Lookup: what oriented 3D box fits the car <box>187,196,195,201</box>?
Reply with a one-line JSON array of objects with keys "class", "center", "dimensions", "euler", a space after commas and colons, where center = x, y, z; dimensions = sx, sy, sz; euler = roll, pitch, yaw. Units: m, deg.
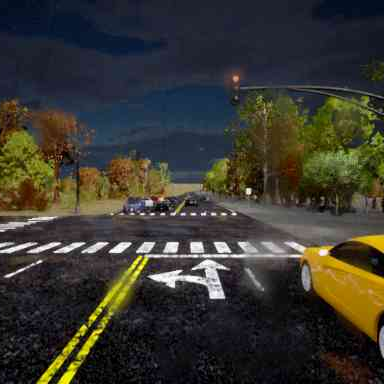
[{"class": "car", "center": [-0.228, 1.594, 82.020], "dimensions": [1.895, 1.301, 4.718], "euler": [0, 0, 0]}]

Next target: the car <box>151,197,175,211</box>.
[{"class": "car", "center": [-3.462, 1.597, 40.089], "dimensions": [1.895, 1.301, 4.718], "euler": [0, 0, 0]}]

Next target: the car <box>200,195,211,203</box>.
[{"class": "car", "center": [3.073, 1.494, 71.529], "dimensions": [2.128, 1.511, 4.902], "euler": [0, 0, 0]}]

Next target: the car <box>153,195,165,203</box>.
[{"class": "car", "center": [-6.703, 1.474, 67.747], "dimensions": [1.882, 1.535, 5.008], "euler": [0, 0, 0]}]

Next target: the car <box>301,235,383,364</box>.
[{"class": "car", "center": [3.347, 1.444, 5.450], "dimensions": [1.882, 1.535, 5.008], "euler": [0, 1, 0]}]

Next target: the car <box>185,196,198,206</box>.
[{"class": "car", "center": [-0.079, 1.560, 53.621], "dimensions": [1.994, 1.385, 4.181], "euler": [0, 0, 0]}]

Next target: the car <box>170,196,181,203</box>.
[{"class": "car", "center": [-3.444, 1.534, 69.621], "dimensions": [2.033, 1.411, 5.357], "euler": [0, 0, 0]}]

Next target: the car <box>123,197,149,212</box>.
[{"class": "car", "center": [-6.710, 1.348, 39.244], "dimensions": [2.097, 1.767, 4.553], "euler": [0, 0, 0]}]

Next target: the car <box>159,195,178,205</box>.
[{"class": "car", "center": [-3.483, 1.500, 49.165], "dimensions": [1.837, 1.490, 4.892], "euler": [0, 0, 0]}]

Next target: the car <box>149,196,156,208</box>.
[{"class": "car", "center": [-6.742, 1.521, 48.229], "dimensions": [1.812, 1.442, 4.674], "euler": [0, 0, 0]}]

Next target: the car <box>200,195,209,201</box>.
[{"class": "car", "center": [3.022, 1.445, 81.684], "dimensions": [2.033, 1.411, 5.357], "euler": [0, 0, 0]}]

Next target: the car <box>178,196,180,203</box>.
[{"class": "car", "center": [-3.492, 1.522, 59.007], "dimensions": [1.812, 1.442, 4.674], "euler": [0, 0, 0]}]
